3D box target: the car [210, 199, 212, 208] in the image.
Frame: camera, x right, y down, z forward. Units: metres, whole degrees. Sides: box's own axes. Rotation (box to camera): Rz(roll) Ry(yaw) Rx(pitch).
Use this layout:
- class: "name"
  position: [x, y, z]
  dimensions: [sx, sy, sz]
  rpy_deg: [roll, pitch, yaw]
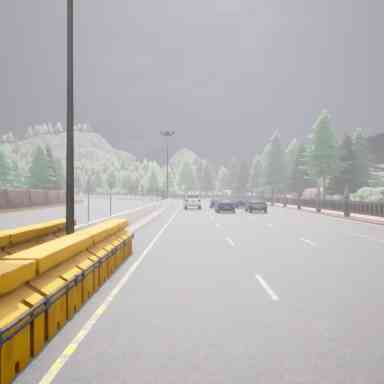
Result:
- class: "car"
  position: [3.530, 1.478, 47.477]
  dimensions: [1.882, 1.535, 5.008]
  rpy_deg: [0, 0, 0]

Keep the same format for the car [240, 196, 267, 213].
- class: "car"
  position: [7.078, 1.492, 37.043]
  dimensions: [2.128, 1.511, 4.902]
  rpy_deg: [0, 0, 0]

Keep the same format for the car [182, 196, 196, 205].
- class: "car"
  position: [-0.521, 1.491, 58.734]
  dimensions: [2.128, 1.511, 4.902]
  rpy_deg: [0, 0, -5]

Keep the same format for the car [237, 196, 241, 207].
- class: "car"
  position: [7.021, 1.352, 46.943]
  dimensions: [2.097, 1.767, 4.553]
  rpy_deg: [0, 0, 0]

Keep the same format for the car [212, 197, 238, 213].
- class: "car"
  position: [3.610, 1.478, 37.004]
  dimensions: [1.882, 1.535, 5.008]
  rpy_deg: [0, 0, 0]

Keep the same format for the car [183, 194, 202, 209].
- class: "car"
  position: [0.103, 1.221, 44.315]
  dimensions: [2.150, 2.045, 5.566]
  rpy_deg: [0, 0, 0]
